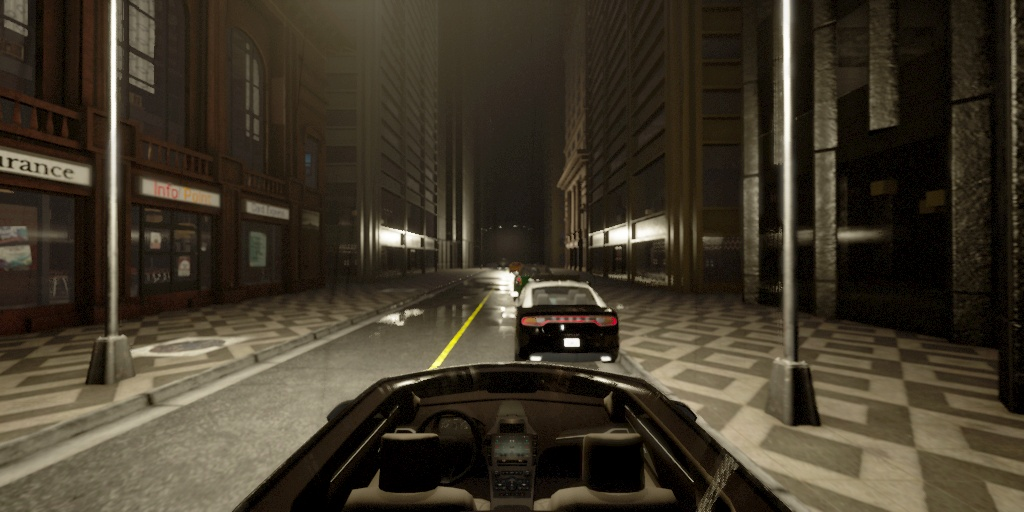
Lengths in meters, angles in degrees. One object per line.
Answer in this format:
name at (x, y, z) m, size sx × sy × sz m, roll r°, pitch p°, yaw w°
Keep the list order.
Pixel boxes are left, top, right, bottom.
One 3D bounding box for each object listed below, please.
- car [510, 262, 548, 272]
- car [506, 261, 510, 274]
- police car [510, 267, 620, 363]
car at (1.117, 1.221, 18.265) m, size 2.097 × 1.767 × 4.553 m, roll 0°, pitch 0°, yaw 1°
car at (0.603, 1.593, 47.739) m, size 1.882 × 1.535 × 5.008 m, roll 0°, pitch -1°, yaw 1°
police car at (1.002, 1.221, 8.404) m, size 1.930 × 1.638 × 5.238 m, roll 0°, pitch 0°, yaw 1°
